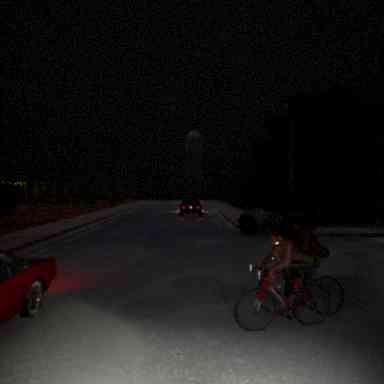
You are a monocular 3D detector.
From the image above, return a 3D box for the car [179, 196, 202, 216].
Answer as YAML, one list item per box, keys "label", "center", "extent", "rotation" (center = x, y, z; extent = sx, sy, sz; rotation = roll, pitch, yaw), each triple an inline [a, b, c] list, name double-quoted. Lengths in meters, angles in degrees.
- label: "car"
  center: [-0.113, 1.232, 28.499]
  extent: [2.033, 1.411, 5.357]
  rotation: [0, 1, 0]

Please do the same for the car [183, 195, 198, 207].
- label: "car"
  center: [-0.220, 1.128, 42.846]
  extent: [1.895, 1.301, 4.718]
  rotation: [0, 1, 0]

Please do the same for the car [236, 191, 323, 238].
- label: "car"
  center: [4.049, 0.973, 15.468]
  extent: [1.905, 1.878, 3.866]
  rotation: [-8, 4, -43]

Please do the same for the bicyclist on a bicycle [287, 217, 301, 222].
- label: "bicyclist on a bicycle"
  center: [1.891, 1.273, 5.710]
  extent: [1.656, 1.620, 0.582]
  rotation: [7, -10, -13]

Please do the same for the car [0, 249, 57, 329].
- label: "car"
  center: [-3.638, 1.550, 4.484]
  extent: [1.895, 1.301, 4.718]
  rotation: [0, 1, 0]

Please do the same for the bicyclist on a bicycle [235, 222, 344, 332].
- label: "bicyclist on a bicycle"
  center: [1.457, 1.371, 5.268]
  extent: [1.656, 1.620, 0.582]
  rotation: [-1, 2, -12]
